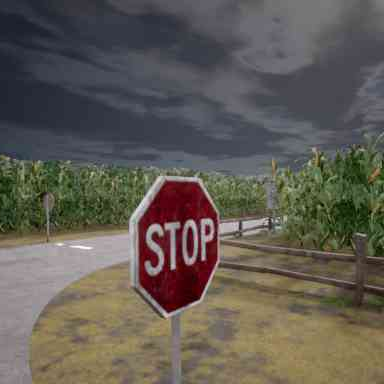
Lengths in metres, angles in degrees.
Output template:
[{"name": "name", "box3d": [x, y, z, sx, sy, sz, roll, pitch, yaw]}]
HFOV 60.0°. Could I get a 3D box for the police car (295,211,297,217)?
[{"name": "police car", "box3d": [11.010, 1.874, 31.763, 2.038, 1.542, 4.974, -1, -2, 37]}]
